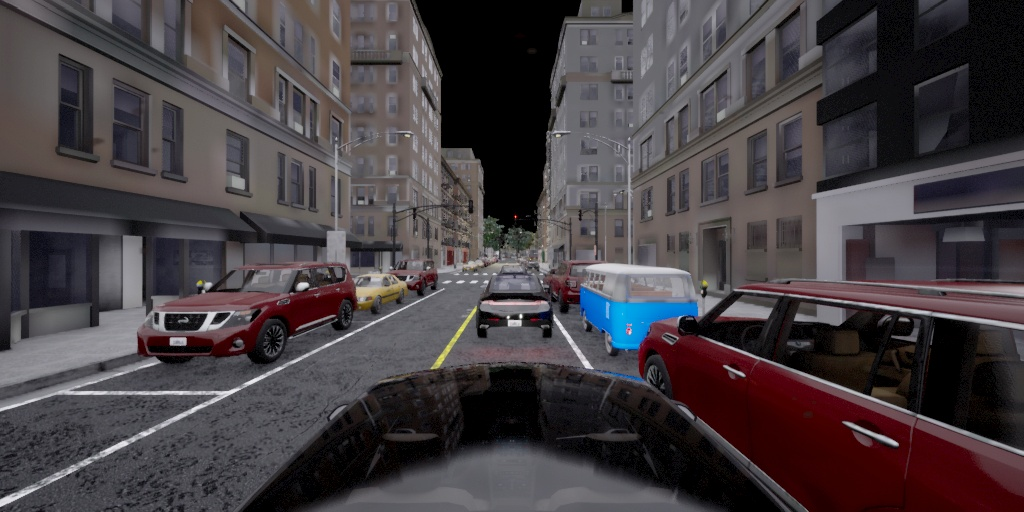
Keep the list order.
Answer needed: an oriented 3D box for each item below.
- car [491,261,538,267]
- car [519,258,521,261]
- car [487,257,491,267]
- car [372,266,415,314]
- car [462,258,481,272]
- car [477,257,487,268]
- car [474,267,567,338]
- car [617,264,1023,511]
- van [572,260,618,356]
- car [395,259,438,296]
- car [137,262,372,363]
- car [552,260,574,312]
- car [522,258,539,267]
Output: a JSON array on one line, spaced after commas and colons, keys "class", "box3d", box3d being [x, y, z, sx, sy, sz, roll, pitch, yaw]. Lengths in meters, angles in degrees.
[{"class": "car", "box3d": [0.074, 1.241, 20.229, 2.128, 1.511, 4.902, 0, 0, -1]}, {"class": "car", "box3d": [2.654, 1.298, 57.635, 2.007, 1.370, 4.403, 0, 0, 0]}, {"class": "car", "box3d": [-5.392, 1.062, 63.119, 2.192, 1.841, 5.009, 0, 0, 0]}, {"class": "car", "box3d": [-5.397, 1.275, 13.817, 1.751, 1.417, 4.829, 0, 0, 0]}, {"class": "car", "box3d": [-5.403, 1.273, 46.504, 1.751, 1.417, 4.829, 0, 0, 0]}, {"class": "car", "box3d": [-5.395, 1.273, 57.467, 1.751, 1.417, 4.829, 0, 0, 0]}, {"class": "car", "box3d": [0.075, 1.241, 10.178, 2.128, 1.511, 4.902, 0, 0, 0]}, {"class": "car", "box3d": [2.638, 1.065, 2.626, 2.192, 1.841, 5.009, 0, 0, 0]}, {"class": "van", "box3d": [2.639, 1.091, 8.305, 1.690, 1.789, 3.998, 0, 0, 0]}, {"class": "car", "box3d": [-5.396, 1.064, 19.666, 2.192, 1.841, 5.009, 0, 0, 0]}, {"class": "car", "box3d": [-5.397, 1.065, 8.310, 2.192, 1.841, 5.009, 0, 0, 0]}, {"class": "car", "box3d": [2.641, 1.064, 13.984, 2.192, 1.841, 5.009, 0, 0, 0]}, {"class": "car", "box3d": [2.651, 1.298, 46.671, 2.007, 1.370, 4.403, 0, 0, 0]}]
